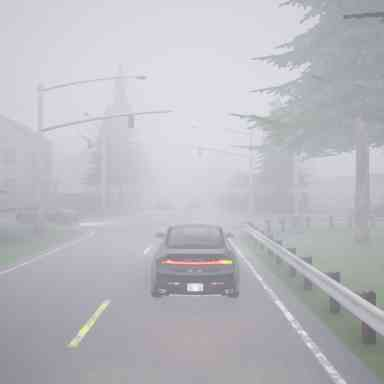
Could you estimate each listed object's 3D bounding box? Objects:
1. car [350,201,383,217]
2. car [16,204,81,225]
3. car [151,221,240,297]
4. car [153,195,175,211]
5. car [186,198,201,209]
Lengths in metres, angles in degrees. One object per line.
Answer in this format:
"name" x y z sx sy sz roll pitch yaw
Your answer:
"car" 15.326 1.490 26.742 4.892 1.490 1.837 0 0 0
"car" -9.990 1.549 23.338 4.181 1.385 1.994 0 0 -3
"car" 0.078 1.505 8.533 1.837 1.490 4.892 0 0 0
"car" -3.525 1.505 41.726 1.837 1.490 4.892 0 0 0
"car" 0.199 1.547 46.273 2.033 1.411 5.357 0 0 0
